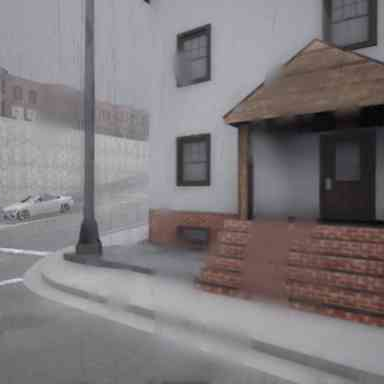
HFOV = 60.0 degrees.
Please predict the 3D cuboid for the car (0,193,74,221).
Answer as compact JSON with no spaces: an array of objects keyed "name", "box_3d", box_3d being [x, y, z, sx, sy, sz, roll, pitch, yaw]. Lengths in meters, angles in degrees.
[{"name":"car","box_3d":[-9.977,0.855,21.666,1.812,1.442,4.674,0,7,35]}]
